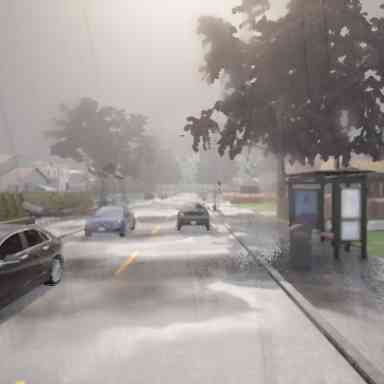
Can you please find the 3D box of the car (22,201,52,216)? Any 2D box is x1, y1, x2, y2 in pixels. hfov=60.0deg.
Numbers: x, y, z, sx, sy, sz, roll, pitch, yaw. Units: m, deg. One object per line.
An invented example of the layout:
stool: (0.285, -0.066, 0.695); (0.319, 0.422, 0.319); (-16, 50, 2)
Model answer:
car: (-12.911, 1.193, 23.658); (5.357, 1.415, 2.033); (0, 0, 3)

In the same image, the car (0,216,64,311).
car: (-4.104, 1.461, 6.481); (1.837, 1.490, 4.892); (0, 0, 0)

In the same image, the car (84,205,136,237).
car: (-4.095, 1.406, 17.311); (1.812, 1.442, 4.674); (0, 0, 0)

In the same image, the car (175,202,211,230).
car: (0.078, 1.366, 19.996); (1.837, 1.490, 4.892); (0, 0, 0)
